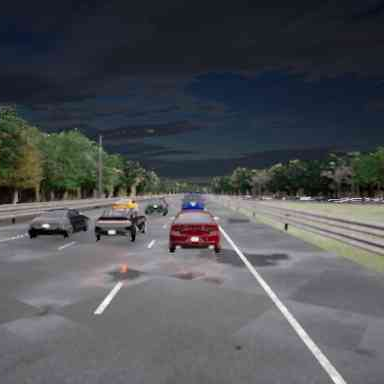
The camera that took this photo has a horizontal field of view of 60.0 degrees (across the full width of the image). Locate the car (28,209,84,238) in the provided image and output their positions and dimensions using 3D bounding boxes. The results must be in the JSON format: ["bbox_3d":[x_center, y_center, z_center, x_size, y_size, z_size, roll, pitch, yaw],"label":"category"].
[{"bbox_3d":[-6.903,1.565,17.719,1.994,1.385,4.181,0,0,0],"label":"car"}]

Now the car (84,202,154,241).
[{"bbox_3d":[-3.402,1.492,16.570,2.128,1.511,4.902,0,0,0],"label":"car"}]

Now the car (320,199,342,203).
[{"bbox_3d":[31.857,1.786,76.277,1.882,1.535,5.008,0,0,-30],"label":"car"}]

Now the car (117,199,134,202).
[{"bbox_3d":[-6.901,1.487,35.011,1.882,1.535,5.008,0,0,0],"label":"car"}]

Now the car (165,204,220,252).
[{"bbox_3d":[0.099,1.478,13.980,1.882,1.535,5.008,0,0,0],"label":"car"}]

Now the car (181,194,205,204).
[{"bbox_3d":[0.095,1.233,32.624,2.150,2.045,5.566,0,0,0],"label":"car"}]

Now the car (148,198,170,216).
[{"bbox_3d":[-3.406,1.364,33.184,2.097,1.767,4.553,0,0,0],"label":"car"}]
